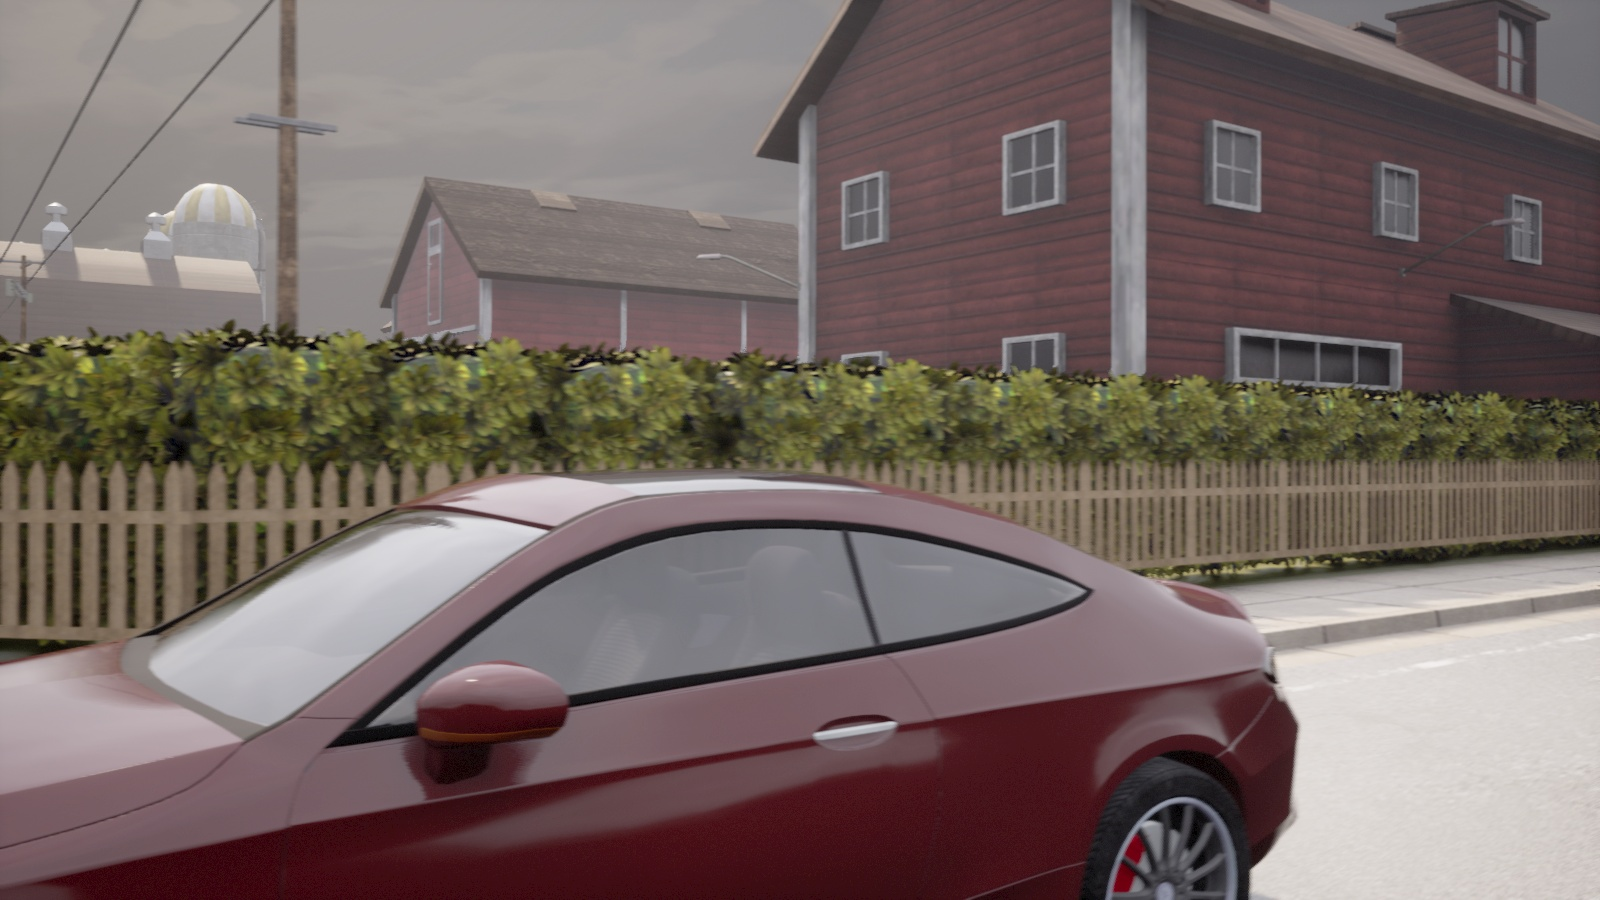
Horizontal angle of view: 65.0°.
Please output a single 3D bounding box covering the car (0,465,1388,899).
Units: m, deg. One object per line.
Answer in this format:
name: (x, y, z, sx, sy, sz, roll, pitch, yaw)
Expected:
car: (-0.663, 0.780, 3.197, 4.674, 1.442, 1.812, 0, 0, -35)
